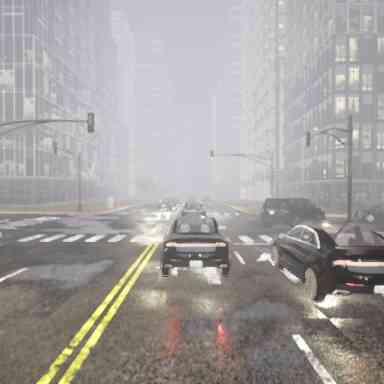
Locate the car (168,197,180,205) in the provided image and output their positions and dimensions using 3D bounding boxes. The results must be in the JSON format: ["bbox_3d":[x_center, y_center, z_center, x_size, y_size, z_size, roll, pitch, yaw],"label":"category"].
[{"bbox_3d":[-3.269,1.553,61.190,1.994,1.385,4.181,0,0,0],"label":"car"}]

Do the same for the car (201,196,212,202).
[{"bbox_3d":[3.228,1.535,72.203,1.994,1.385,4.181,0,0,0],"label":"car"}]

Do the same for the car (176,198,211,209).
[{"bbox_3d":[0.104,1.498,25.762,2.128,1.511,4.902,1,1,0],"label":"car"}]

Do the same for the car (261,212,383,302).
[{"bbox_3d":[3.346,1.493,8.251,2.128,1.511,4.902,0,0,0],"label":"car"}]

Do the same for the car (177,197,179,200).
[{"bbox_3d":[-3.338,1.559,51.164,1.994,1.385,4.181,0,0,0],"label":"car"}]

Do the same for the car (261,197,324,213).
[{"bbox_3d":[6.836,1.345,22.340,5.566,2.045,2.150,0,0,-45],"label":"car"}]

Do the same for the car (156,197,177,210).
[{"bbox_3d":[-3.355,1.490,41.953,2.128,1.511,4.902,0,0,0],"label":"car"}]

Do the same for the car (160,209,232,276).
[{"bbox_3d":[0.096,1.493,10.342,2.128,1.511,4.902,0,0,0],"label":"car"}]

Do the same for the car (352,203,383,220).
[{"bbox_3d":[15.250,1.630,26.465,4.892,1.490,1.837,1,1,2],"label":"car"}]

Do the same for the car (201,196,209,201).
[{"bbox_3d":[3.226,1.569,81.866,1.895,1.301,4.718,0,0,0],"label":"car"}]

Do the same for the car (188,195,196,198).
[{"bbox_3d":[-0.021,1.514,71.419,2.033,1.411,5.357,0,0,0],"label":"car"}]

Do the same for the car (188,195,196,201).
[{"bbox_3d":[-0.025,1.401,81.866,1.895,1.301,4.718,0,0,0],"label":"car"}]
